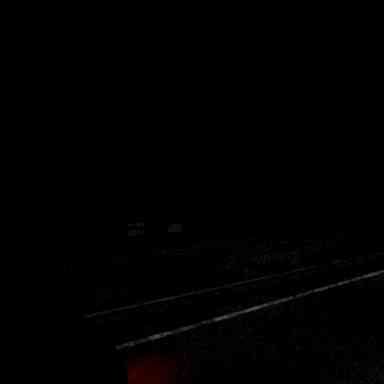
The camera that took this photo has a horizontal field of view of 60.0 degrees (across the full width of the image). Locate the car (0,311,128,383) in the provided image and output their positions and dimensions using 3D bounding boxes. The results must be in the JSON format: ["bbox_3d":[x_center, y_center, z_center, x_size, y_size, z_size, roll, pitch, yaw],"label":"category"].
[{"bbox_3d":[-2.903,1.547,1.615,5.357,1.411,2.033,0,0,-35],"label":"car"}]
